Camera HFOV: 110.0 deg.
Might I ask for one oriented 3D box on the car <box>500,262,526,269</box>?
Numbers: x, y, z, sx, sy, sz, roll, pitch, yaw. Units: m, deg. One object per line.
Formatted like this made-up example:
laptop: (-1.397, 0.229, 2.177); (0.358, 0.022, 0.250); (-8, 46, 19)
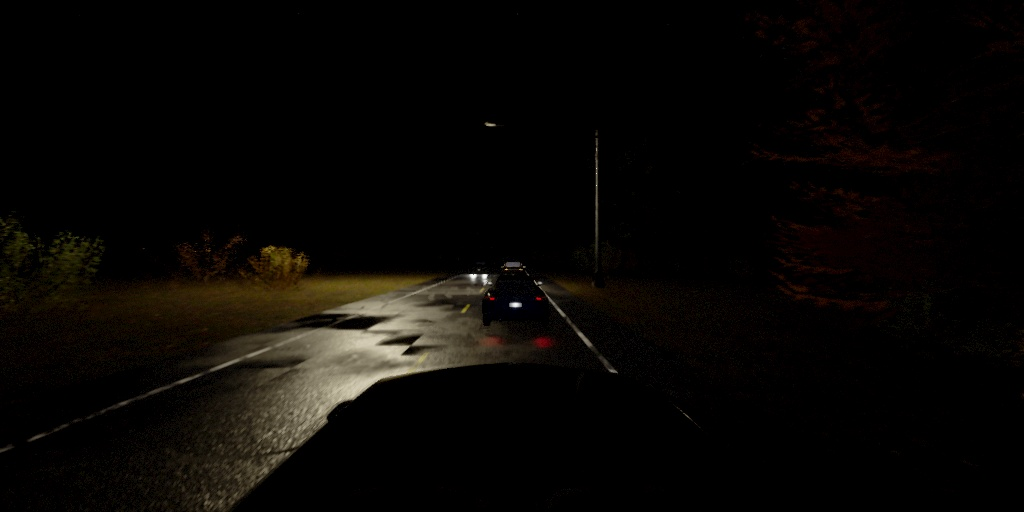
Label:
car: (0.090, 1.237, 29.402); (2.128, 1.511, 4.902); (0, 0, 0)

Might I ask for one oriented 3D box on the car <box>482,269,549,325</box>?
car: (0.096, 1.314, 11.852); (1.994, 1.385, 4.181); (0, 0, 0)

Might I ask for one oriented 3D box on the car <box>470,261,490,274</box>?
car: (-3.523, 1.305, 40.399); (1.994, 1.385, 4.181); (0, 0, 0)
